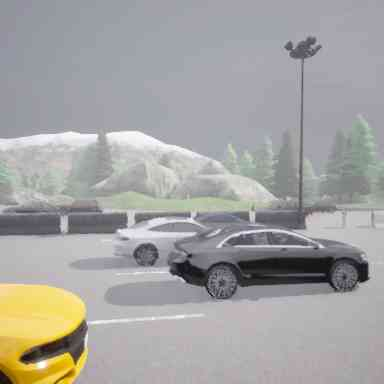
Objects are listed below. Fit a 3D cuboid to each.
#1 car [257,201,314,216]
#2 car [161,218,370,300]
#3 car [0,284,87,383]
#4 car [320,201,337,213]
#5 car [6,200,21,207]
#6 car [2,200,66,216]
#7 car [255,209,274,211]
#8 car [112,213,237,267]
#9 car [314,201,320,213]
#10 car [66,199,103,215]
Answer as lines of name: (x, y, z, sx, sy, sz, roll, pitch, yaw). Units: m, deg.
car: (8.340, 1.668, 30.887, 5.008, 1.535, 1.882, 0, 0, -10)
car: (1.845, 1.531, 8.129, 4.902, 1.511, 2.128, 0, 0, -10)
car: (-3.731, 1.494, 3.540, 5.008, 1.535, 1.882, 0, 0, -10)
car: (14.751, 1.781, 39.342, 4.674, 1.442, 1.812, 0, 0, -8)
car: (-39.949, 2.593, 74.460, 1.812, 1.442, 4.674, 1, -4, -15)
car: (-14.489, 1.656, 30.232, 4.902, 1.511, 2.128, 0, 0, -10)
car: (1.427, 1.644, 15.171, 4.181, 1.385, 1.994, 0, 0, -10)
car: (-0.298, 1.582, 11.292, 4.674, 1.442, 1.812, 0, 0, -10)
car: (10.406, 1.730, 34.829, 4.892, 1.490, 1.837, 0, 0, -10)
car: (-11.548, 1.528, 34.321, 4.553, 1.767, 2.097, 0, 1, -10)
